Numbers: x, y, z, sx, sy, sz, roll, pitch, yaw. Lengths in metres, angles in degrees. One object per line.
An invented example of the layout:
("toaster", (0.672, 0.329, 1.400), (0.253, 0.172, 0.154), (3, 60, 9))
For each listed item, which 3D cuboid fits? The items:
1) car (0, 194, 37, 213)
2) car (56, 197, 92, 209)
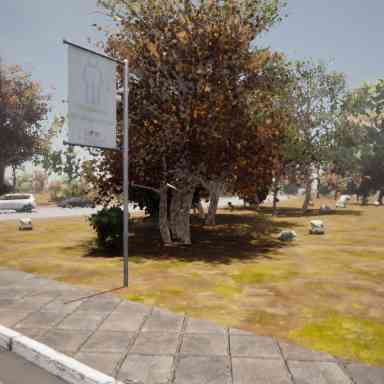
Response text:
("car", (-19.397, 1.219, 35.141), (2.150, 2.045, 5.566), (0, 0, 39))
("car", (-15.944, 1.484, 45.137), (1.837, 1.490, 4.892), (0, 0, 38))
